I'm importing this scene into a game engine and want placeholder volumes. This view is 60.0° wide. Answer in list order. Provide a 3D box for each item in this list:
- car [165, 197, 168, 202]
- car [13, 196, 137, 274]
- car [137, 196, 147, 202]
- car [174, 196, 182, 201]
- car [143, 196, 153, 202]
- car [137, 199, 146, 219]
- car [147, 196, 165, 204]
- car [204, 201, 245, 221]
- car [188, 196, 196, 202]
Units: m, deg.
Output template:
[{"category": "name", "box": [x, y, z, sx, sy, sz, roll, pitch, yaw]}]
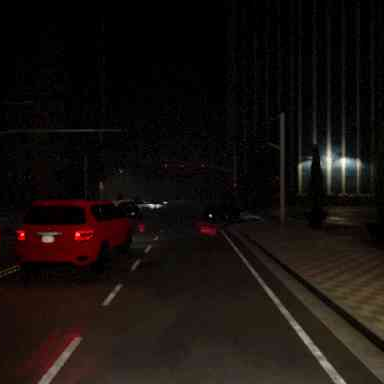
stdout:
[{"category": "car", "box": [-6.991, 1.693, 80.309, 1.994, 1.385, 4.181, 0, 0, 0]}, {"category": "car", "box": [-3.446, 1.242, 10.732, 2.150, 2.045, 5.566, 0, 0, 1]}, {"category": "car", "box": [-10.501, 1.625, 65.165, 1.837, 1.490, 4.892, 0, 0, 0]}, {"category": "car", "box": [-3.490, 1.566, 82.723, 1.895, 1.301, 4.718, 0, 0, 0]}, {"category": "car", "box": [-10.491, 1.665, 80.309, 1.812, 1.442, 4.674, 0, 0, 0]}, {"category": "car", "box": [-5.697, 1.581, 28.979, 1.812, 1.442, 4.674, 0, 0, -24]}, {"category": "car", "box": [-7.004, 1.620, 65.268, 2.128, 1.511, 4.902, 0, 0, 0]}, {"category": "car", "box": [2.749, 1.559, 27.720, 1.837, 1.490, 4.892, -2, -1, 33]}, {"category": "car", "box": [0.010, 1.607, 82.152, 1.812, 1.442, 4.674, 0, 0, 0]}]
